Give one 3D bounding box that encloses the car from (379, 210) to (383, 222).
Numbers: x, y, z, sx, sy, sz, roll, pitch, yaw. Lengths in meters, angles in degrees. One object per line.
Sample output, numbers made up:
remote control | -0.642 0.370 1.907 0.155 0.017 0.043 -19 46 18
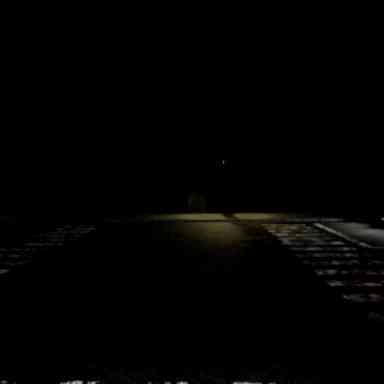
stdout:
car | 12.339 1.111 17.388 4.674 1.442 1.812 -1 3 1
